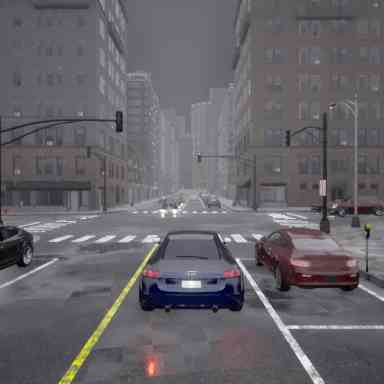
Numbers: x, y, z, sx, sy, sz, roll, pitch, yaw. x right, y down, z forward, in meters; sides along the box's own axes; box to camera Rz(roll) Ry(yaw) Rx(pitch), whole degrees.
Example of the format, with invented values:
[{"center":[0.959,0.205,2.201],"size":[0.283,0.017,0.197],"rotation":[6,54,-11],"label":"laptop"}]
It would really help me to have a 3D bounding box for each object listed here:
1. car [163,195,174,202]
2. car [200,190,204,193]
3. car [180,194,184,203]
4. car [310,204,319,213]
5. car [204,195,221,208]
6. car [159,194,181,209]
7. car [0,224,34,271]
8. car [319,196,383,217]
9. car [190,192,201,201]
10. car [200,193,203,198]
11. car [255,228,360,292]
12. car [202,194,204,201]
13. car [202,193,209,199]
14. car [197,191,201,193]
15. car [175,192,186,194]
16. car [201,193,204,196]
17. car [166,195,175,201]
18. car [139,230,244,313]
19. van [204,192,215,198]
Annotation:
[{"center":[-5.241,1.357,73.722],"size":[2.008,1.369,4.403],"rotation":[0,0,0],"label":"car"},{"center":[3.734,0.937,86.058],"size":[2.150,2.045,5.566],"rotation":[0,0,0],"label":"car"},{"center":[-2.746,1.427,53.760],"size":[1.812,1.442,4.674],"rotation":[0,0,0],"label":"car"},{"center":[13.662,1.355,31.168],"size":[4.718,1.301,1.895],"rotation":[-1,0,0],"label":"car"},{"center":[3.040,1.507,45.880],"size":[1.802,1.307,4.206],"rotation":[0,0,0],"label":"car"},{"center":[-2.832,1.437,43.856],"size":[1.837,1.490,4.892],"rotation":[0,0,2],"label":"car"},{"center":[-5.765,1.564,8.674],"size":[1.947,1.339,4.313],"rotation":[0,0,0],"label":"car"},{"center":[13.553,1.124,27.918],"size":[4.553,1.767,2.097],"rotation":[-1,0,0],"label":"car"},{"center":[0.525,1.318,74.319],"size":[1.812,1.442,4.674],"rotation":[0,0,0],"label":"car"},{"center":[3.284,1.388,73.645],"size":[1.802,1.307,4.206],"rotation":[0,0,0],"label":"car"},{"center":[2.760,1.580,8.671],"size":[1.802,1.307,4.206],"rotation":[0,0,0],"label":"car"},{"center":[3.136,1.436,56.983],"size":[1.887,1.381,4.507],"rotation":[0,0,0],"label":"car"},{"center":[3.828,1.144,93.029],"size":[1.882,1.535,5.008],"rotation":[0,0,0],"label":"car"},{"center":[0.612,1.087,84.320],"size":[2.128,1.511,4.902],"rotation":[0,0,0],"label":"car"},{"center":[-2.612,1.354,64.150],"size":[2.128,1.511,4.902],"rotation":[0,0,1],"label":"car"},{"center":[3.236,1.424,68.089],"size":[1.802,1.307,4.206],"rotation":[0,0,0],"label":"car"},{"center":[-5.193,1.348,79.274],"size":[1.802,1.307,4.206],"rotation":[0,0,0],"label":"car"},{"center":[0.003,1.562,7.750],"size":[1.994,1.385,4.181],"rotation":[0,0,0],"label":"car"},{"center":[3.088,1.249,51.431],"size":[1.690,1.788,3.998],"rotation":[0,0,0],"label":"van"}]
